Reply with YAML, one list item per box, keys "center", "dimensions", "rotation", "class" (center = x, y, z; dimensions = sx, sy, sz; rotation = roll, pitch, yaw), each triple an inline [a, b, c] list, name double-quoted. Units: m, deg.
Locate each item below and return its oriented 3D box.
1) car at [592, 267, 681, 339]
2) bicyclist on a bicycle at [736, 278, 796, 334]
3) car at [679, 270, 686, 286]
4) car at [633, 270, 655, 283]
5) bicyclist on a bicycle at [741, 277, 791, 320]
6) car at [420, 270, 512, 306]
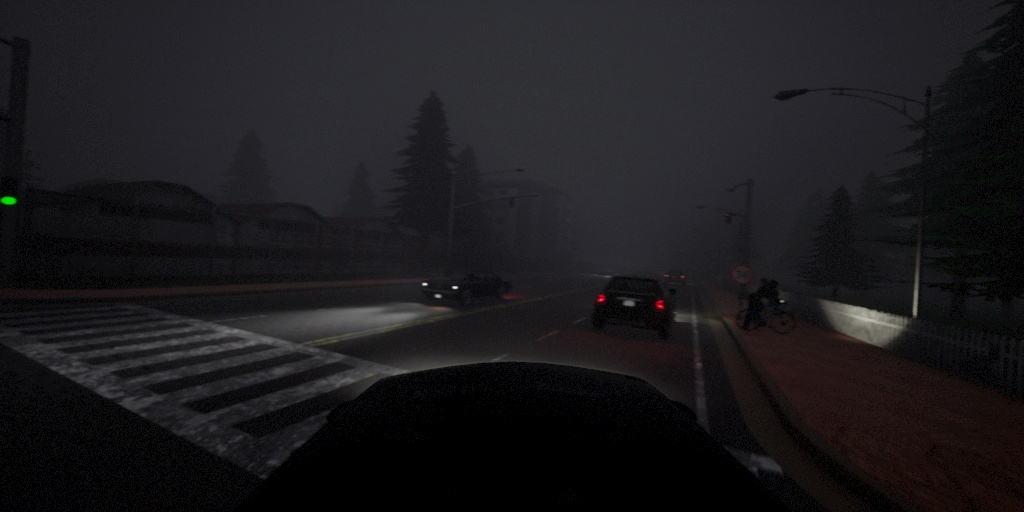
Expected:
- center: [4.175, 1.391, 11.772]
  dimensions: [2.097, 1.767, 4.553]
  rotation: [3, 0, 27]
  class: "car"
- center: [7.850, 1.558, 11.062]
  dimensions: [1.656, 1.620, 0.582]
  rotation: [3, 0, 11]
  class: "bicyclist on a bicycle"
- center: [18.790, 2.386, 41.214]
  dimensions: [2.097, 1.767, 4.553]
  rotation: [3, 0, 27]
  class: "car"
- center: [16.010, 2.478, 43.437]
  dimensions: [1.895, 1.301, 4.718]
  rotation: [3, 0, 26]
  class: "car"
- center: [10.379, 1.725, 14.654]
  dimensions: [1.656, 1.620, 0.582]
  rotation: [3, 0, -10]
  class: "bicyclist on a bicycle"
- center: [-1.837, 1.295, 15.715]
  dimensions: [1.895, 1.301, 4.718]
  rotation: [3, 0, 27]
  class: "car"
